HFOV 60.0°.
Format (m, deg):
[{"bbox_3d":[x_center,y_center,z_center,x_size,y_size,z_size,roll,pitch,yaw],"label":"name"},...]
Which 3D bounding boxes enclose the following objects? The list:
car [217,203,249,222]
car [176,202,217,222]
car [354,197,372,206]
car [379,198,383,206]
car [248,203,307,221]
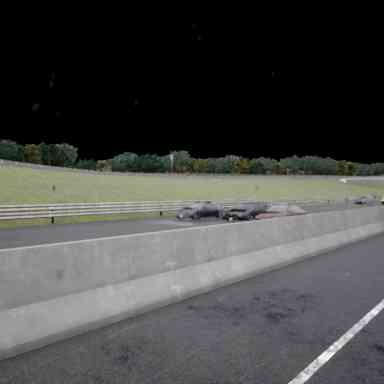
[{"bbox_3d":[4.550,1.552,25.442,2.033,1.411,5.357,0,0,43],"label":"car"},{"bbox_3d":[0.789,1.529,26.552,1.812,1.442,4.674,0,0,43],"label":"car"},{"bbox_3d":[29.390,1.617,57.168,1.994,1.385,4.181,0,0,43],"label":"car"},{"bbox_3d":[33.132,1.529,56.047,1.882,1.535,5.008,0,0,43],"label":"car"},{"bbox_3d":[5.928,1.529,21.784,1.812,1.442,4.674,0,0,43],"label":"car"}]
